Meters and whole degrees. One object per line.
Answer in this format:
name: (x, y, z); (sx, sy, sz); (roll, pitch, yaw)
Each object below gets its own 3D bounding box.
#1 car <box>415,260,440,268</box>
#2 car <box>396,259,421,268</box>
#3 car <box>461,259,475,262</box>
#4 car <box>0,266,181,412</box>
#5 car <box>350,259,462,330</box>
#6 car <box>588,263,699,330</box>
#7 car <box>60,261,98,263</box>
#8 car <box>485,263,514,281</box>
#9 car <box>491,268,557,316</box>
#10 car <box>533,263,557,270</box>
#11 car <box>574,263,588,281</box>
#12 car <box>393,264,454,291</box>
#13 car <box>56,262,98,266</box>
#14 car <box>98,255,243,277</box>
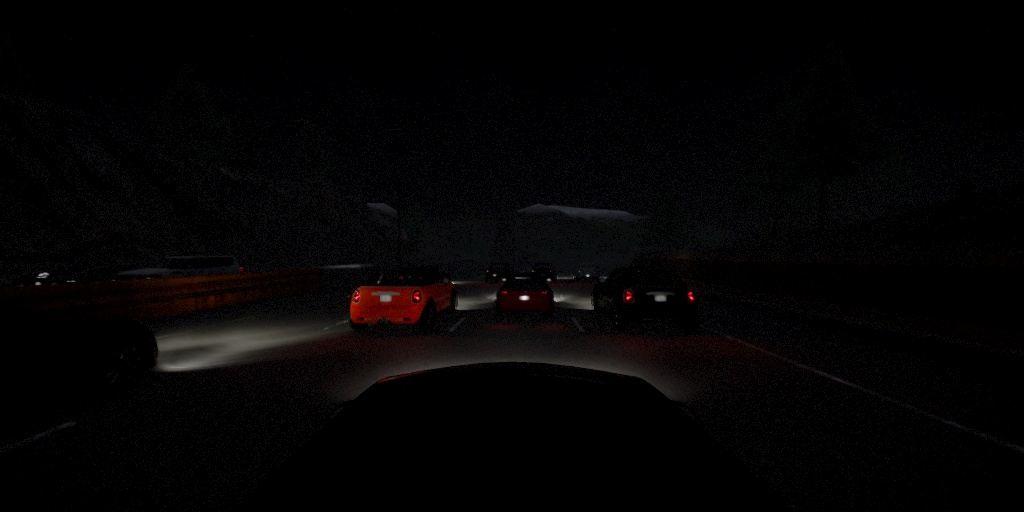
car: (-14.159, 1.343, 60.397); (1.895, 1.301, 4.718); (0, 0, 21)
car: (-17.616, 1.306, 61.163); (1.994, 1.385, 4.181); (0, 0, 21)
car: (-7.629, 1.235, 57.925); (2.128, 1.511, 4.902); (0, 0, 21)
car: (-6.863, 1.102, 3.956); (2.097, 1.767, 4.553); (0, 0, 1)
car: (-3.112, 1.100, 11.257); (2.097, 1.767, 4.553); (0, 0, 3)
car: (3.895, 1.100, 11.262); (2.097, 1.767, 4.553); (0, 0, 3)
car: (-26.943, 1.100, 22.113); (2.097, 1.767, 4.553); (0, 0, 7)
car: (-0.917, 1.272, 29.579); (1.812, 1.442, 4.674); (0, 0, 10)
car: (0.537, 1.312, 13.472); (1.994, 1.385, 4.181); (0, 0, 4)
car: (2.656, 1.272, 29.649); (1.812, 1.442, 4.674); (0, 0, 11)
car: (6.203, 1.272, 29.605); (1.812, 1.442, 4.674); (0, 0, 11)
car: (-5.520, 1.295, 23.252); (2.033, 1.411, 5.357); (0, 0, 8)
car: (-23.562, 1.253, 21.010); (1.837, 1.490, 4.892); (0, 0, 6)
car: (-16.808, 0.968, 18.497); (2.150, 2.045, 5.566); (0, 0, 6)
